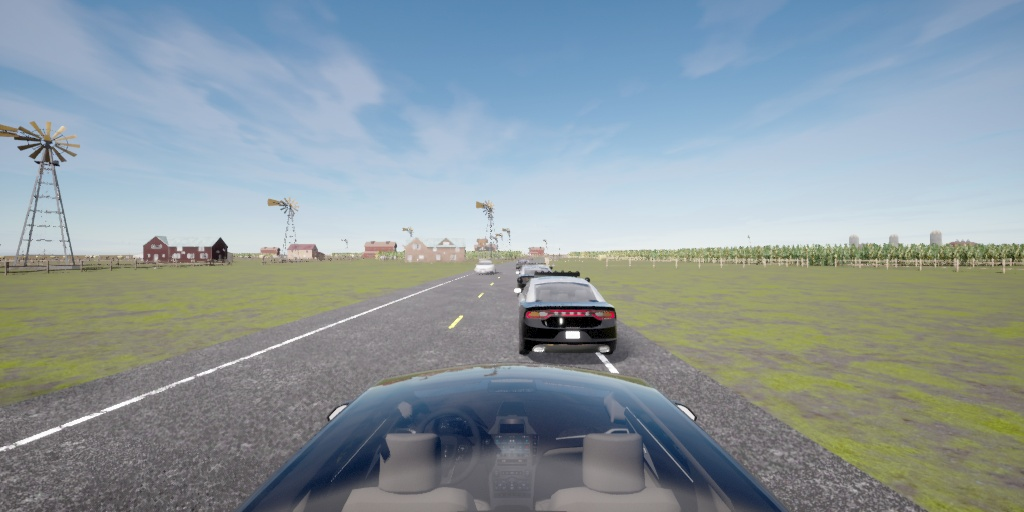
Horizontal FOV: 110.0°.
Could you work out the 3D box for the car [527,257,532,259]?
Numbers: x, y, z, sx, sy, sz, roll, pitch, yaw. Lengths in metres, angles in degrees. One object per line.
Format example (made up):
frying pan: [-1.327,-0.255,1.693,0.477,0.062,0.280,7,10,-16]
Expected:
car: [1.606,1.209,53.957,2.128,1.511,4.902,0,0,4]

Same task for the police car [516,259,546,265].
police car: [1.230,1.173,18.820,1.930,1.638,5.238,0,0,1]

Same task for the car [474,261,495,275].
car: [-2.816,1.261,38.378,1.812,1.442,4.674,0,0,2]

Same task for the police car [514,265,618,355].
police car: [1.086,1.176,8.850,1.930,1.638,5.238,0,0,1]
